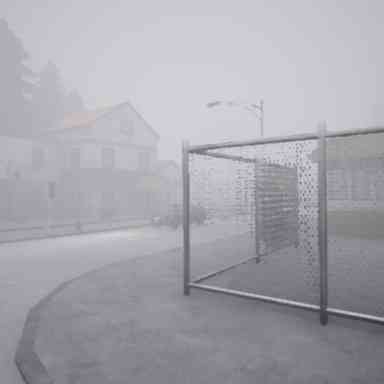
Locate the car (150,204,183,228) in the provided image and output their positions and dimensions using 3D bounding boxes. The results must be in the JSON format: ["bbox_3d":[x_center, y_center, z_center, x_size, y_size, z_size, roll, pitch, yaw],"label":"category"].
[{"bbox_3d":[-0.873,1.631,23.477,2.128,1.511,4.902,-1,0,36],"label":"car"}]
